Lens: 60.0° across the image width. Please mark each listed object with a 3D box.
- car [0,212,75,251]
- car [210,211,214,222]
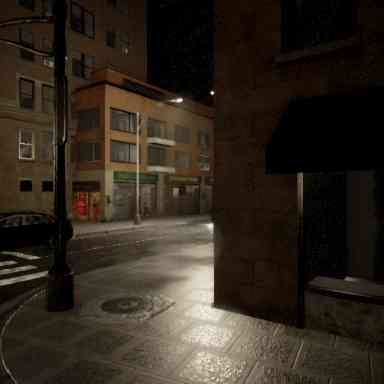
[{"bbox_3d":[-6.841,1.510,12.367,2.128,1.511,4.902,0,0,39],"label":"car"},{"bbox_3d":[3.127,1.622,25.942,1.994,1.385,4.181,0,0,35],"label":"car"}]
